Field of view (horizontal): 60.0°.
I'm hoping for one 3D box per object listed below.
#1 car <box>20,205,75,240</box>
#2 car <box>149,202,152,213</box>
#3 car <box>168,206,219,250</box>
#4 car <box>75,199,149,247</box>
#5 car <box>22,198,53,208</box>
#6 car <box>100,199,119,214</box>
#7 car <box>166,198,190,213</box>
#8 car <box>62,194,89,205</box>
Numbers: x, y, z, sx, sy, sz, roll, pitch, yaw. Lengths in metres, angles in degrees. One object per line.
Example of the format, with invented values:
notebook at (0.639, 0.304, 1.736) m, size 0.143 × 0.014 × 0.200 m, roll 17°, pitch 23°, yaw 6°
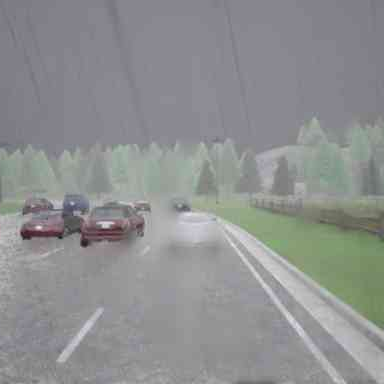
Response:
car at (-6.955, 1.574, 17.039) m, size 1.994 × 1.385 × 4.181 m, roll 0°, pitch 0°, yaw -1°
car at (-5.669, 1.546, 37.506) m, size 1.812 × 1.442 × 4.674 m, roll 0°, pitch 0°, yaw -12°
car at (0.088, 1.533, 14.138) m, size 1.812 × 1.442 × 4.674 m, roll 0°, pitch 0°, yaw -1°
car at (-3.435, 1.361, 15.259) m, size 2.097 × 1.767 × 4.553 m, roll 0°, pitch 0°, yaw -1°
car at (-15.681, 1.371, 34.023) m, size 2.097 × 1.767 × 4.553 m, roll 0°, pitch 0°, yaw -11°
car at (-9.033, 1.525, 36.542) m, size 1.837 × 1.490 × 4.892 m, roll 1°, pitch 0°, yaw -12°
car at (-1.480, 1.371, 33.973) m, size 2.097 × 1.767 × 4.553 m, roll 0°, pitch 0°, yaw -9°
car at (-12.141, 1.241, 34.851) m, size 2.150 × 2.045 × 5.566 m, roll 1°, pitch 0°, yaw -12°
